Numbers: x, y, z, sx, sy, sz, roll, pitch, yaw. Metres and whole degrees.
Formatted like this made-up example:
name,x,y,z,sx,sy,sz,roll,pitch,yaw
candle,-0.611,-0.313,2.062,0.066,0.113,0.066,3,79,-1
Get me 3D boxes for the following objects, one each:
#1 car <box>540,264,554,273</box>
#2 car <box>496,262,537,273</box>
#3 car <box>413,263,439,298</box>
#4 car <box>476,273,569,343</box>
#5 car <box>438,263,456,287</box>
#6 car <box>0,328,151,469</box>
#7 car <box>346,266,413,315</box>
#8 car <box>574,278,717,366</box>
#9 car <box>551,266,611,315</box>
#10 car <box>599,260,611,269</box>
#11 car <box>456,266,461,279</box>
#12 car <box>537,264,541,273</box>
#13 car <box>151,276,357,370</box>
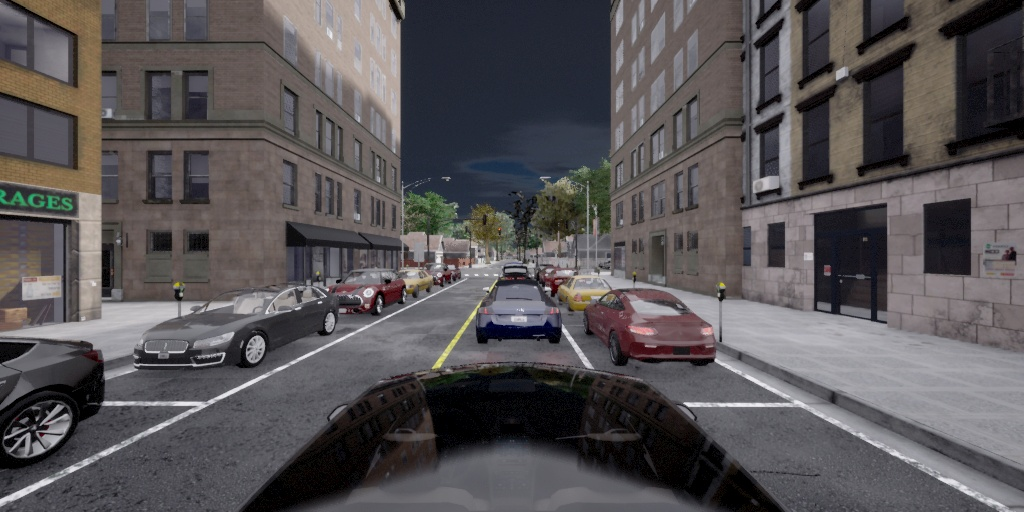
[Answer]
name,x,y,z,sx,sy,sz,roll,pitch,yaw
car,2.720,1.301,18.712,1.888,1.381,4.507,0,0,0
car,0.186,1.261,19.636,1.837,1.490,4.892,0,0,0
car,-5.306,1.281,18.582,1.751,1.417,4.829,0,0,0
car,0.140,1.315,9.651,1.994,1.385,4.181,0,0,0
car,-5.276,1.199,24.271,1.967,1.591,4.097,0,0,0
car,-5.393,1.316,2.197,1.948,1.339,4.313,0,0,0
car,-5.334,1.192,13.233,1.967,1.591,4.097,0,0,0
car,2.661,1.332,7.676,1.802,1.307,4.207,0,0,0
car,2.691,1.278,13.364,1.751,1.417,4.829,0,0,0
car,14.987,1.170,49.404,4.902,1.511,2.128,0,0,0
car,-5.247,1.344,29.790,1.802,1.307,4.207,0,0,0
car,2.749,1.341,24.230,1.802,1.307,4.207,0,0,0
car,-5.364,1.301,7.715,2.007,1.370,4.403,0,0,0
